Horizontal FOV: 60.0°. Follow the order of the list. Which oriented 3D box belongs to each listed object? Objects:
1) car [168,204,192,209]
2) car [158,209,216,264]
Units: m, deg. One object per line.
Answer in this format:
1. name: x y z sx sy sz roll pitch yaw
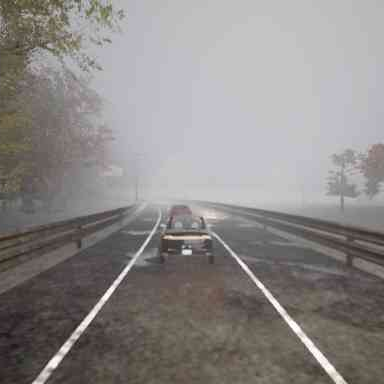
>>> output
1. car: -1.026 1.761 28.702 1.882 1.535 5.008 0 0 -4
2. car: -0.200 1.613 12.388 2.128 1.511 4.902 0 -1 -1
